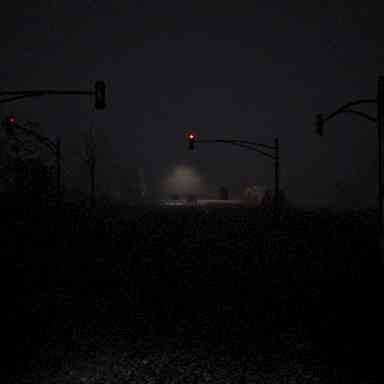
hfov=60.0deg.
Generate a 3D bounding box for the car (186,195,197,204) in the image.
[{"bbox_3d":[-0.064,1.424,68.028,2.097,1.767,4.553,0,0,0],"label":"car"}]

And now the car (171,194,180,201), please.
[{"bbox_3d":[-3.569,1.195,72.230,1.837,1.490,4.892,0,0,0],"label":"car"}]

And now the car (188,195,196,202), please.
[{"bbox_3d":[-0.074,1.426,78.064,1.837,1.490,4.892,0,0,0],"label":"car"}]
